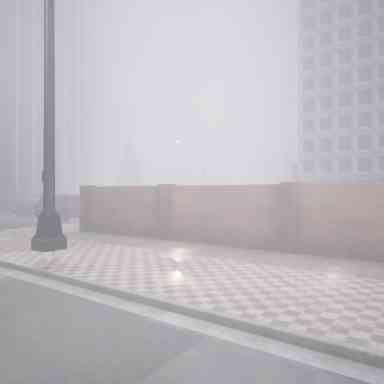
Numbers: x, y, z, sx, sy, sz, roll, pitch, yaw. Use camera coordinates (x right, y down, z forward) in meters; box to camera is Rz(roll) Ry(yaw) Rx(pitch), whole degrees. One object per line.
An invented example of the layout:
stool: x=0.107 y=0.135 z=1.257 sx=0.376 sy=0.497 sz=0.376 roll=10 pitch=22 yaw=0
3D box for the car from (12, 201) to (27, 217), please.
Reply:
car: x=-13.702 y=1.221 z=31.095 sx=2.150 sy=2.045 sz=5.566 roll=0 pitch=0 yaw=35

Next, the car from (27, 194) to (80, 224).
car: x=-9.014 y=1.221 z=25.241 sx=2.150 sy=2.045 sz=5.566 roll=0 pitch=0 yaw=35
